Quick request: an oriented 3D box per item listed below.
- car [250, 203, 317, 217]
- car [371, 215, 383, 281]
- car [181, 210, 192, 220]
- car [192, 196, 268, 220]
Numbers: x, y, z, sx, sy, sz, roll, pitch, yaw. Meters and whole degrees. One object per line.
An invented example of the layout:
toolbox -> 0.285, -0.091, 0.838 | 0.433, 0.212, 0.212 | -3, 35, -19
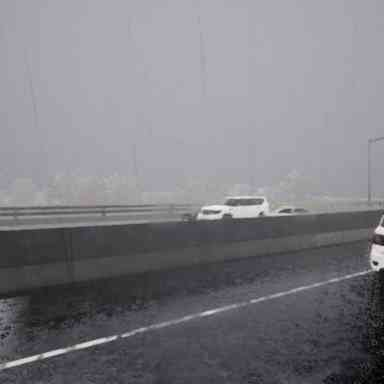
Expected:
car -> 6.169, 1.622, 21.160 | 4.674, 1.442, 1.812 | 0, 0, -35
car -> 6.845, 1.280, 8.575 | 5.566, 2.045, 2.150 | 0, 0, -35
car -> 1.776, 1.639, 26.636 | 5.357, 1.411, 2.033 | 0, 0, -35
car -> 3.095, 1.309, 23.287 | 5.566, 2.045, 2.150 | 0, 0, -35
